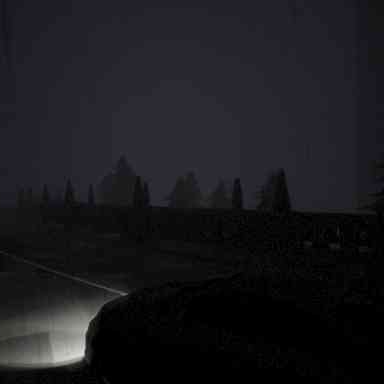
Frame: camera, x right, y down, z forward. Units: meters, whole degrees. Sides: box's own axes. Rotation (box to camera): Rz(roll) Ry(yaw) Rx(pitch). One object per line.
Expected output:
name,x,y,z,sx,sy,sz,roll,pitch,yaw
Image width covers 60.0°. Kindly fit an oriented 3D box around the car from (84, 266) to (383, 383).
car,0.713,1.572,3.666,4.181,1.385,1.994,0,0,37
